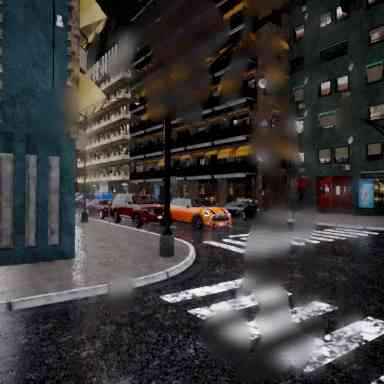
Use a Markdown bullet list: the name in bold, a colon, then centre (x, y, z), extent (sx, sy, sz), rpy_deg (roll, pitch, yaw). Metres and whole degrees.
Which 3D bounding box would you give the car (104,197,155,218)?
- **car**: centre (-5.321, 1.184, 27.576), extent (2.033, 1.411, 5.357), rpy_deg (1, 0, -36)

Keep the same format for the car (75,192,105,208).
- **car**: centre (-11.202, 1.017, 35.712), extent (1.812, 1.442, 4.674), rpy_deg (1, 1, -36)

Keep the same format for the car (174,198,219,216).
- **car**: centre (0.303, 1.288, 29.696), extent (1.802, 1.307, 4.206), rpy_deg (2, 0, -36)

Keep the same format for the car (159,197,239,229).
- **car**: centre (0.277, 1.126, 19.885), extent (2.097, 1.767, 4.553), rpy_deg (1, 0, -37)

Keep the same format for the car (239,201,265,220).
- **car**: centre (3.569, 1.353, 25.183), extent (1.947, 1.339, 4.313), rpy_deg (2, 0, -36)

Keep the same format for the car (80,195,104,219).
- **car**: centre (-6.507, 1.183, 24.814), extent (1.887, 1.381, 4.507), rpy_deg (2, 0, -36)

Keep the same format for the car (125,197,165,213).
- **car**: centre (-4.592, 1.180, 32.032), extent (1.994, 1.385, 4.181), rpy_deg (1, 0, -36)

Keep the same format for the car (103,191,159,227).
- **car**: centre (-3.235, 1.034, 20.302), extent (2.192, 1.841, 5.009), rpy_deg (2, 0, -36)

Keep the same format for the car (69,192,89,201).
- **car**: centre (-19.293, 0.769, 56.770), extent (1.887, 1.381, 4.507), rpy_deg (2, 0, -36)
